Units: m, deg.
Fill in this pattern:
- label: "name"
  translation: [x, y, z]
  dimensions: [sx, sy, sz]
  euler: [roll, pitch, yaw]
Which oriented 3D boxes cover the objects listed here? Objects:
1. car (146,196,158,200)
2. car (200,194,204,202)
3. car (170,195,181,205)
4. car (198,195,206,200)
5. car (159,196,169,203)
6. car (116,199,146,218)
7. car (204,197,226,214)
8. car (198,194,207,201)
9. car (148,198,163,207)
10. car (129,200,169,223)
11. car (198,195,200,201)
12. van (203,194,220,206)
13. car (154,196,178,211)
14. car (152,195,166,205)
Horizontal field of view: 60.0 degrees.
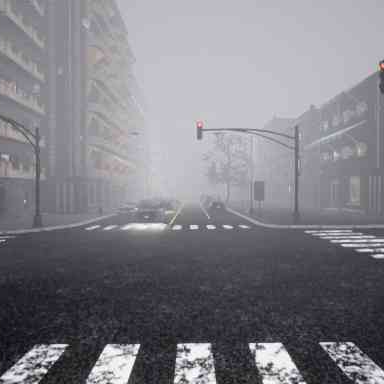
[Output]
- label: "car"
  translation: [-5.705, 1.531, 41.255]
  dimensions: [1.887, 1.381, 4.507]
  euler: [0, 0, 0]
- label: "car"
  translation: [2.671, 1.420, 52.318]
  dimensions: [1.967, 1.590, 4.097]
  euler: [0, 0, 0]
- label: "car"
  translation: [-3.047, 1.523, 60.557]
  dimensions: [2.033, 1.411, 5.357]
  euler: [0, 0, 1]
- label: "car"
  translation: [2.661, 1.495, 91.052]
  dimensions: [1.887, 1.381, 4.507]
  euler: [0, 0, 0]
- label: "car"
  translation: [-5.713, 1.551, 68.923]
  dimensions: [1.802, 1.307, 4.206]
  euler: [0, 0, 0]
- label: "car"
  translation: [-5.703, 1.542, 30.188]
  dimensions: [2.008, 1.369, 4.403]
  euler: [0, 0, 0]
- label: "car"
  translation: [2.677, 1.555, 35.717]
  dimensions: [1.947, 1.339, 4.313]
  euler: [0, 0, 0]
- label: "car"
  translation: [2.661, 1.396, 85.518]
  dimensions: [1.967, 1.590, 4.097]
  euler: [0, 0, 0]
- label: "car"
  translation: [-5.709, 1.562, 52.323]
  dimensions: [1.802, 1.307, 4.206]
  euler: [0, 0, 0]
- label: "car"
  translation: [-3.153, 1.558, 25.168]
  dimensions: [1.994, 1.385, 4.181]
  euler: [0, 0, 1]
- label: "car"
  translation: [2.663, 1.280, 74.451]
  dimensions: [2.192, 1.841, 5.009]
  euler: [0, 0, 0]
- label: "van"
  translation: [2.673, 1.327, 41.250]
  dimensions: [1.690, 1.788, 3.998]
  euler: [0, 0, 0]
- label: "car"
  translation: [-3.110, 1.552, 39.998]
  dimensions: [1.994, 1.385, 4.181]
  euler: [0, 0, 0]
- label: "car"
  translation: [-5.712, 1.417, 57.856]
  dimensions: [1.967, 1.590, 4.097]
  euler: [0, 0, 0]
